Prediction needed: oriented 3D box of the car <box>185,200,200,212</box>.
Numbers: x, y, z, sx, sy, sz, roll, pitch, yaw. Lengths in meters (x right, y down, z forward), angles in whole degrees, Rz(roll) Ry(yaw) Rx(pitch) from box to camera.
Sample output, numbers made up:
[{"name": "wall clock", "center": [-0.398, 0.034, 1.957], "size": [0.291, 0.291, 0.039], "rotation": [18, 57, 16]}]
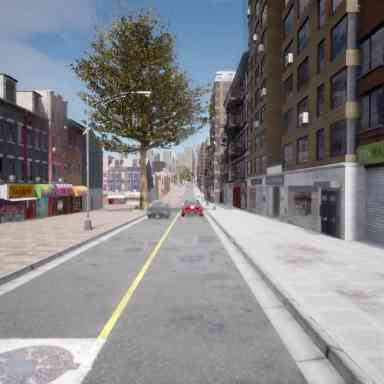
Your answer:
[{"name": "car", "center": [0.021, 1.792, 44.172], "size": [1.837, 1.490, 4.892], "rotation": [0, -1, 0]}]

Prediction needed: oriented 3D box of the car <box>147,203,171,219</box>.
[{"name": "car", "center": [-2.906, 1.677, 30.356], "size": [2.033, 1.411, 5.357], "rotation": [0, -1, 0]}]

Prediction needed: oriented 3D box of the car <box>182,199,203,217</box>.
[{"name": "car", "center": [0.031, 1.517, 33.981], "size": [2.097, 1.767, 4.553], "rotation": [0, -1, 0]}]
